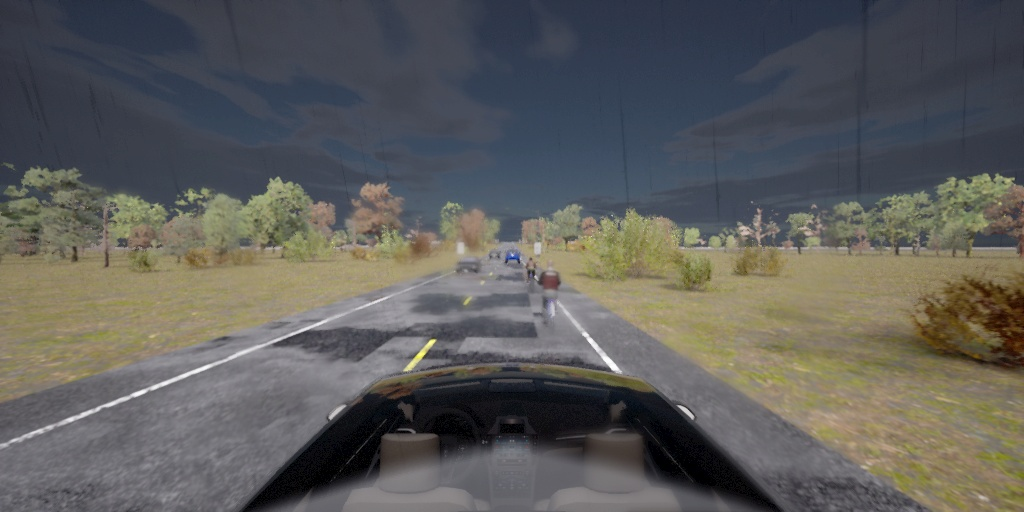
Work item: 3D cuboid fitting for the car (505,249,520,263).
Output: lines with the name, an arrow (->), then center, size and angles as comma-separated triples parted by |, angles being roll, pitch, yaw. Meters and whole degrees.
car -> 0.103, -0.019, 55.040 | 2.150, 2.045, 5.566 | 0, 1, 0

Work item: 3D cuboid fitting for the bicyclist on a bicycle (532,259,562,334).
bicyclist on a bicycle -> 0.963, 0.981, 9.192 | 0.659, 1.776, 1.843 | 0, 1, 0

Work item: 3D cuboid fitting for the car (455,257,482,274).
car -> -3.588, 0.756, 30.821 | 2.033, 1.411, 5.357 | 0, 1, 0

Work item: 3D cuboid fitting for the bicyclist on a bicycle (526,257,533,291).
bicyclist on a bicycle -> 0.964, 0.901, 17.976 | 0.582, 1.620, 1.656 | 0, 1, 0
